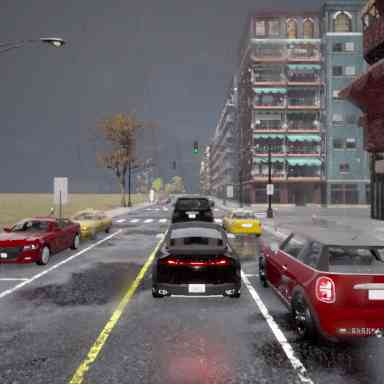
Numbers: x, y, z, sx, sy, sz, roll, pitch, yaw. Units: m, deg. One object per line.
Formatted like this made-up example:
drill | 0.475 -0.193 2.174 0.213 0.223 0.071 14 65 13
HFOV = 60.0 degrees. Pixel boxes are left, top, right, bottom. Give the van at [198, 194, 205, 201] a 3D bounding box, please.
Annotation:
van | 2.511 1.369 89.763 1.690 1.788 3.998 1 0 0

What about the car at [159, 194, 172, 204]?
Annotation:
car | -5.352 1.334 66.630 2.192 1.841 5.009 1 0 0

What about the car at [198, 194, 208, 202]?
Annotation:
car | 2.520 1.339 78.441 2.192 1.841 5.009 1 0 0

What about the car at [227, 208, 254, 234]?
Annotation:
car | 2.561 1.530 17.791 1.752 1.417 4.829 1 0 0

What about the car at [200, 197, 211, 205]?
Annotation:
car | 2.529 1.599 61.458 1.802 1.307 4.206 1 0 0

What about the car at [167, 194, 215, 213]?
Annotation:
car | 0.068 1.226 18.343 2.150 2.045 5.566 0 0 1

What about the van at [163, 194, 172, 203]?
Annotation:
van | -5.356 1.362 72.284 1.690 1.788 3.998 1 0 0

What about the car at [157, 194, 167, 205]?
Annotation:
car | -5.349 1.458 60.975 1.967 1.590 4.097 1 0 0

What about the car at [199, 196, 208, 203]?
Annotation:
car | 2.521 1.587 72.780 1.947 1.339 4.313 1 0 0

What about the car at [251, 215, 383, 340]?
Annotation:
car | 2.570 1.442 6.532 1.967 1.590 4.097 1 0 0

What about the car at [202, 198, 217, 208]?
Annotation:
car | 2.538 1.565 50.136 2.008 1.369 4.403 1 0 0

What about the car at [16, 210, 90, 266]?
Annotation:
car | -5.315 1.548 11.653 1.887 1.381 4.507 1 0 0

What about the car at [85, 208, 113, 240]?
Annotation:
car | -5.318 1.530 17.019 1.752 1.417 4.829 1 0 0

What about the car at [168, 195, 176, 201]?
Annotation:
car | -5.371 1.610 89.246 1.802 1.307 4.206 1 0 0

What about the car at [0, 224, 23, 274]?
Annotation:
car | -5.311 1.552 6.116 2.008 1.369 4.403 1 0 0

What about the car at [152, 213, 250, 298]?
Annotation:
car | 0.093 1.507 8.491 1.837 1.490 4.892 0 0 0
